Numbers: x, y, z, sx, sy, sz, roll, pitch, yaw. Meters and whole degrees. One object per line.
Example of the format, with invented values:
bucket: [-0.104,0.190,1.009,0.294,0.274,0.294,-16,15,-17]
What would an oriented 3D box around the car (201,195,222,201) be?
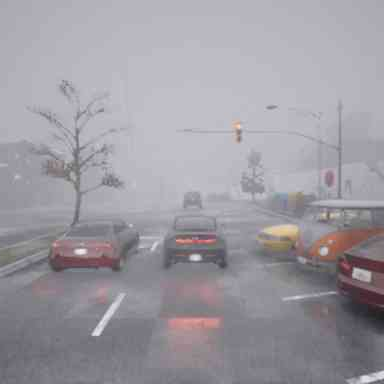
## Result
car: [5.217,1.593,88.607,5.366,1.575,1.946,1,-1,-20]

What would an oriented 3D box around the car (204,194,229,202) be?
car: [5.046,1.236,67.697,4.674,1.452,2.002,1,-1,-20]

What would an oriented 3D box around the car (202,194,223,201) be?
car: [5.078,1.354,82.594,4.553,1.767,2.185,1,-1,-20]

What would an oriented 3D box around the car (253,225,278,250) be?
car: [4.894,1.427,12.370,5.366,1.575,1.946,1,1,-20]

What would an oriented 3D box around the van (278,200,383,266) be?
van: [4.961,1.219,9.410,4.442,1.987,1.878,1,1,-20]

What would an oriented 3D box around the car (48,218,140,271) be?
car: [-2.903,1.513,10.683,1.994,1.385,4.181,0,0,0]

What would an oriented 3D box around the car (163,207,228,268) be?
car: [0.095,1.452,11.049,1.837,1.490,4.892,0,0,0]

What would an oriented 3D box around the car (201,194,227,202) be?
car: [4.875,1.302,73.584,5.366,1.575,1.946,1,-1,-20]

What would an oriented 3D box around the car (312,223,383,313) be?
car: [5.094,1.489,6.485,4.792,1.488,2.163,1,0,-20]

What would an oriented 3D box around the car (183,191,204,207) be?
car: [0.072,0.905,41.154,2.150,2.045,5.566,-1,1,0]

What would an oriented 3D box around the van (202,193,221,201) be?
van: [4.941,1.307,85.522,4.442,1.987,1.878,1,-1,-20]

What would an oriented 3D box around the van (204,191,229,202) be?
van: [4.945,0.911,64.678,4.442,1.987,1.878,1,-1,-20]
